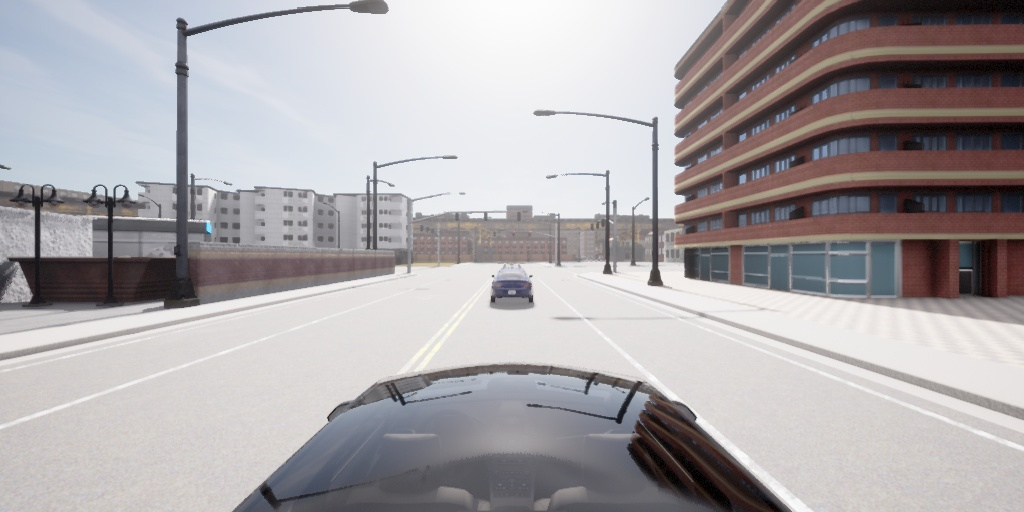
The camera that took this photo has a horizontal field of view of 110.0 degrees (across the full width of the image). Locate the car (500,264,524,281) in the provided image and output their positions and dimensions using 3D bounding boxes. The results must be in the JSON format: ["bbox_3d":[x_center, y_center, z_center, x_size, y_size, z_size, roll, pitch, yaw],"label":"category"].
[{"bbox_3d":[0.000,1.365,31.530,1.895,1.301,4.718,0,0,0],"label":"car"}]

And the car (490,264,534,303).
[{"bbox_3d":[0.000,1.281,16.500,1.812,1.442,4.674,0,0,0],"label":"car"}]
